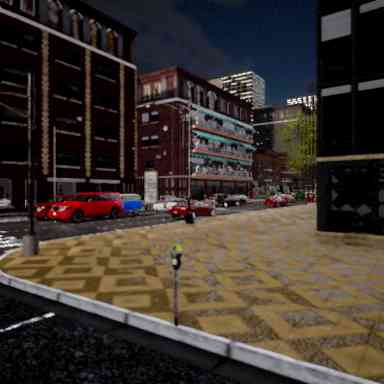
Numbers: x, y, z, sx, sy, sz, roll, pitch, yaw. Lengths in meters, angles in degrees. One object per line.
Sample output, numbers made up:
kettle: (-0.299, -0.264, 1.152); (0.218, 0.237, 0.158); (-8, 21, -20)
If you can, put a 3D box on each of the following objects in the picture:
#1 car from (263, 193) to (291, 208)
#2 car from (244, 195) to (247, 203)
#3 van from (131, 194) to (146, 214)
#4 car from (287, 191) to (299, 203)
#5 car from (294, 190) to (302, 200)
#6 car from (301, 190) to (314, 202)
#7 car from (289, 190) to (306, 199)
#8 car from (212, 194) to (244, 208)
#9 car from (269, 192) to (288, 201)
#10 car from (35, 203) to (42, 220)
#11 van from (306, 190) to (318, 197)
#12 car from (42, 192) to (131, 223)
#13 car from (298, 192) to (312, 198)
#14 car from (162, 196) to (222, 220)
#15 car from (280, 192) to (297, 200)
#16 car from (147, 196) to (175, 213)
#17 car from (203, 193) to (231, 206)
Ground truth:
car: (9.816, 1.122, 39.302); (1.802, 1.307, 4.206); (1, 1, 35)
car: (6.574, 1.019, 48.428); (2.008, 1.369, 4.403); (1, 1, 35)
van: (-6.368, 1.083, 29.869); (1.690, 1.788, 3.998); (1, 1, 35)
car: (13.819, 0.977, 49.368); (1.994, 1.385, 4.181); (0, 1, 35)
car: (19.499, 0.649, 57.558); (2.097, 1.767, 4.553); (0, 1, 38)
car: (19.522, 0.779, 53.214); (1.967, 1.590, 4.097); (1, 1, 35)
car: (22.753, 0.458, 71.617); (2.192, 1.841, 5.009); (1, 1, 35)
car: (4.030, 1.070, 40.465); (1.837, 1.490, 4.892); (0, 1, 35)
car: (16.184, 0.797, 62.204); (1.752, 1.417, 4.829); (1, 1, 35)
car: (-9.604, 1.128, 25.230); (2.192, 1.841, 5.009); (1, 1, 35)
van: (29.225, 0.362, 80.896); (1.690, 1.788, 3.998); (1, 1, 35)
car: (-7.426, 1.032, 24.052); (2.150, 2.045, 5.566); (0, 1, 35)
car: (25.988, 0.632, 76.260); (2.008, 1.369, 4.403); (1, 1, 35)
car: (0.109, 1.291, 25.385); (1.887, 1.381, 4.507); (1, 1, 35)
car: (19.517, 0.751, 66.983); (1.887, 1.381, 4.507); (1, 1, 35)
car: (-1.767, 1.288, 32.179); (1.895, 1.301, 4.718); (0, 1, 35)
car: (3.339, 0.976, 43.787); (1.967, 1.590, 4.097); (1, 1, 35)
